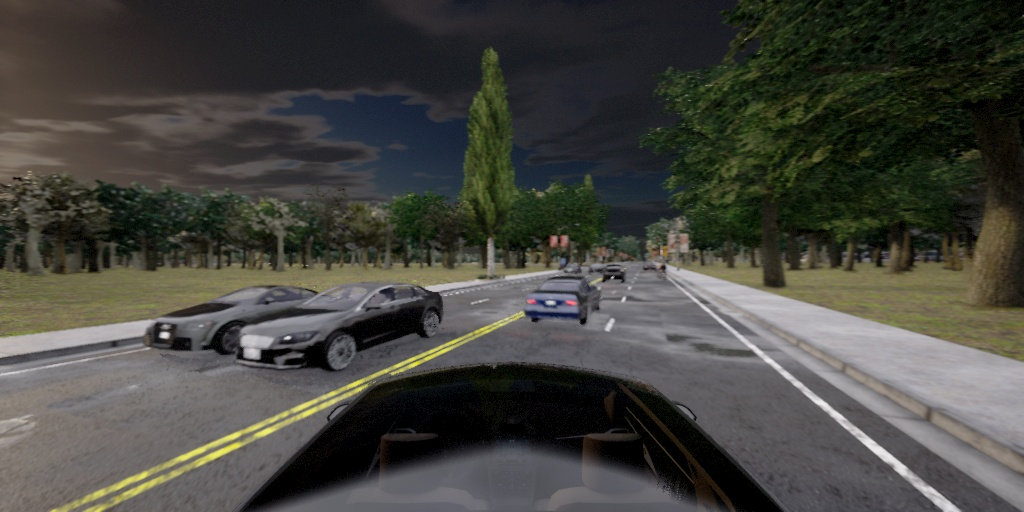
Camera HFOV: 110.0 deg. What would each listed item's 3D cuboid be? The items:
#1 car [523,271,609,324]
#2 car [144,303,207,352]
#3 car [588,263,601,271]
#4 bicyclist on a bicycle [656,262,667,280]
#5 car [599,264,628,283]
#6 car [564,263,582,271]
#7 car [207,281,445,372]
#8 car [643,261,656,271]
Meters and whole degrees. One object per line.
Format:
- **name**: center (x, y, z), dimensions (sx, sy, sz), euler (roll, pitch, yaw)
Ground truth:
- **car**: center (1.988, 1.415, 12.643), dimensions (2.033, 1.411, 5.357), euler (-1, -1, 20)
- **car**: center (-6.434, 1.455, 9.224), dimensions (1.994, 1.385, 4.181), euler (-1, -1, 20)
- **car**: center (11.278, 1.697, 47.505), dimensions (1.882, 1.535, 5.008), euler (-1, -1, 20)
- **bicyclist on a bicycle**: center (13.439, 1.382, 31.835), dimensions (0.659, 1.776, 1.843), euler (-1, -1, 20)
- **car**: center (9.172, 1.551, 31.957), dimensions (1.837, 1.490, 4.892), euler (-1, -1, 20)
- **car**: center (8.314, 1.750, 48.854), dimensions (2.128, 1.511, 4.902), euler (-1, -1, 20)
- **car**: center (-3.375, 1.345, 8.129), dimensions (2.128, 1.511, 4.902), euler (-1, -1, 20)
- **car**: center (23.185, 1.885, 60.302), dimensions (1.895, 1.301, 4.718), euler (-1, -1, 20)
